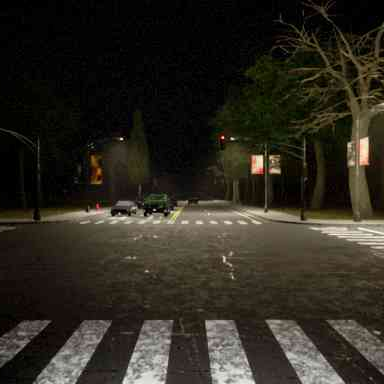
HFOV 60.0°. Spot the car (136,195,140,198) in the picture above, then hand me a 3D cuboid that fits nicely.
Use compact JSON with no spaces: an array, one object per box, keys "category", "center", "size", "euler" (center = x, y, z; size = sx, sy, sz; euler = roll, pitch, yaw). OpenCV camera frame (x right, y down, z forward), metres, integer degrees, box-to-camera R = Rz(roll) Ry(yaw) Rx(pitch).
[{"category":"car","center":[-6.509,1.290,46.465],"size":[2.150,2.045,5.566],"euler":[0,0,0]}]

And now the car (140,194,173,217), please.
[{"category":"car","center":[-3.289,1.240,32.085],"size":[2.150,2.045,5.566],"euler":[0,0,0]}]

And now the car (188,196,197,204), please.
[{"category":"car","center":[0.190,1.740,72.598],"size":[1.882,1.535,5.008],"euler":[0,0,0]}]

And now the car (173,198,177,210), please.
[{"category":"car","center":[-3.262,1.608,41.496],"size":[1.994,1.385,4.181],"euler":[0,0,1]}]

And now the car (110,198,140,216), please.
[{"category":"car","center":[-6.538,1.567,32.631],"size":[2.033,1.411,5.357],"euler":[0,0,0]}]

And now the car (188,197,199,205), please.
[{"category":"car","center":[0.221,1.673,62.231],"size":[2.128,1.511,4.902],"euler":[0,0,0]}]
